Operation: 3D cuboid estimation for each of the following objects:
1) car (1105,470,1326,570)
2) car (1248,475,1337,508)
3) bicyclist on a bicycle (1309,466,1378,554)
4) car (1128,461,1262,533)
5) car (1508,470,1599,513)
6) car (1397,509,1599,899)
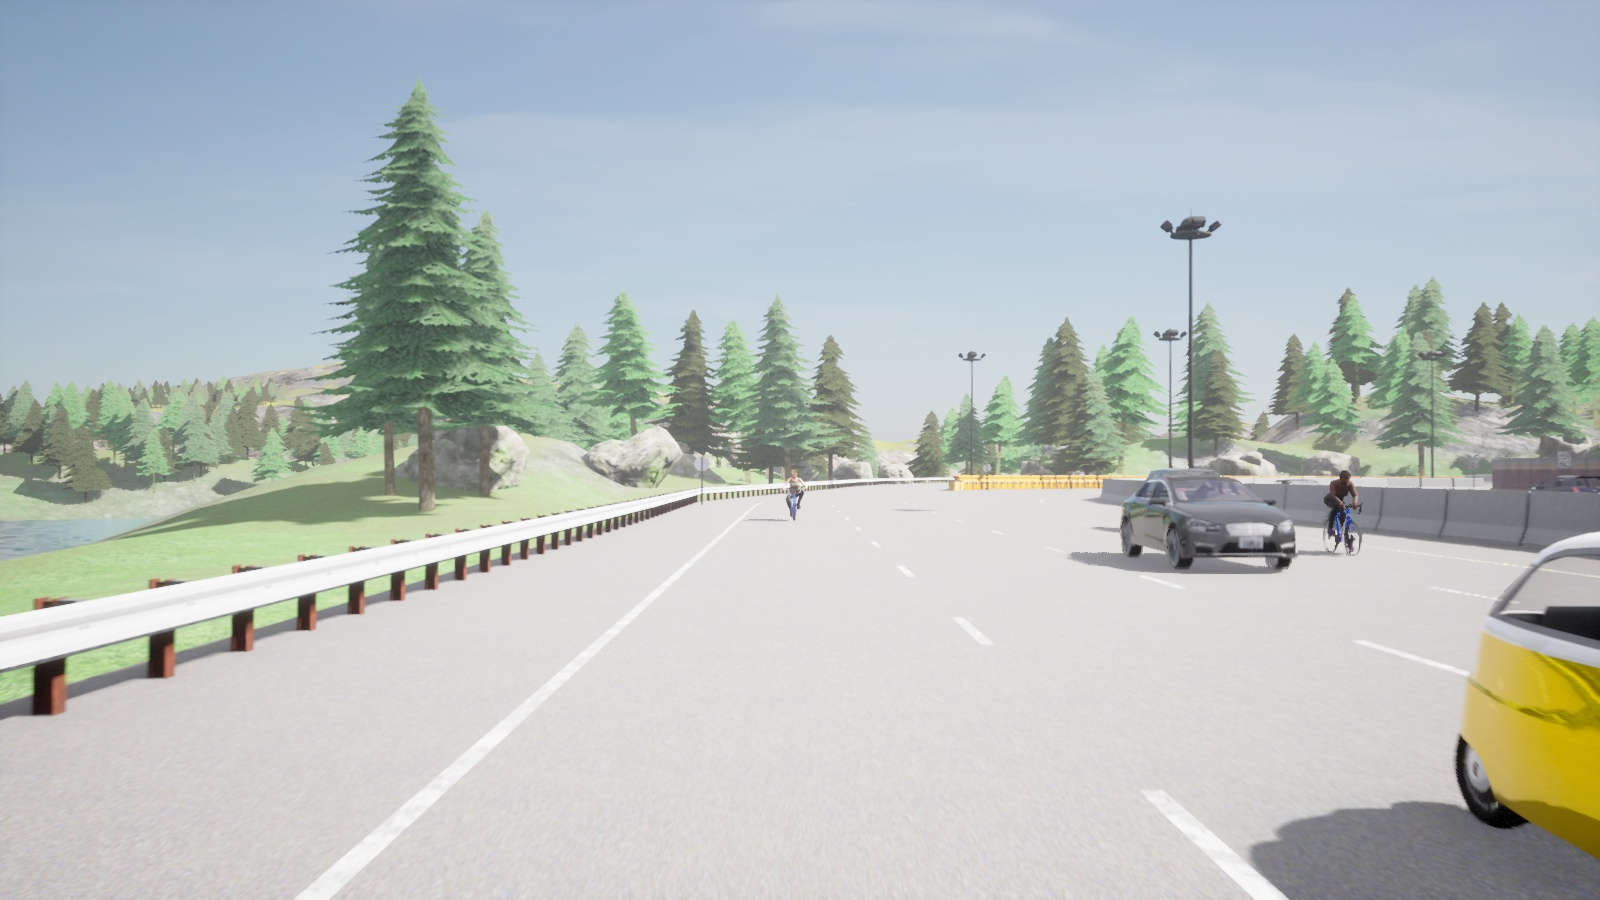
[{"bbox_3d":[6.911,1.104,21.530,2.128,1.511,4.902,0,-1,0],"label":"car"},{"bbox_3d":[20.769,1.723,53.214,1.895,1.301,4.718,0,-1,0],"label":"car"},{"bbox_3d":[10.399,1.129,24.092,0.582,1.620,1.656,0,-1,0],"label":"bicyclist on a bicycle"},{"bbox_3d":[10.355,1.189,33.307,2.097,1.767,4.553,0,-1,0],"label":"car"},{"bbox_3d":[27.800,1.484,45.857,1.845,1.501,3.633,0,-1,0],"label":"car"},{"bbox_3d":[3.486,0.933,4.639,1.481,1.376,2.207,0,-1,0],"label":"car"}]
